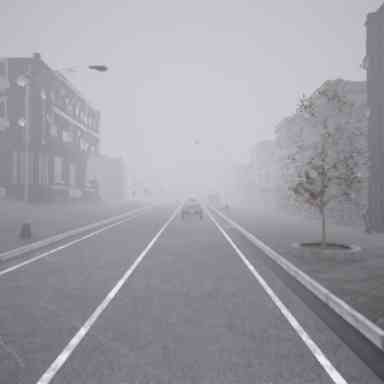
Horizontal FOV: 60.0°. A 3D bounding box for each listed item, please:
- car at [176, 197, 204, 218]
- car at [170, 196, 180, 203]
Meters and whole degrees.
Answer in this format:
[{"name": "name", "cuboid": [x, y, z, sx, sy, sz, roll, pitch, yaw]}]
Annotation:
[{"name": "car", "cuboid": [0.025, 1.476, 29.395, 2.128, 1.511, 4.902, 0, 0, 1]}, {"name": "car", "cuboid": [-3.551, 1.481, 69.347, 1.994, 1.385, 4.181, 0, 0, -1]}]
